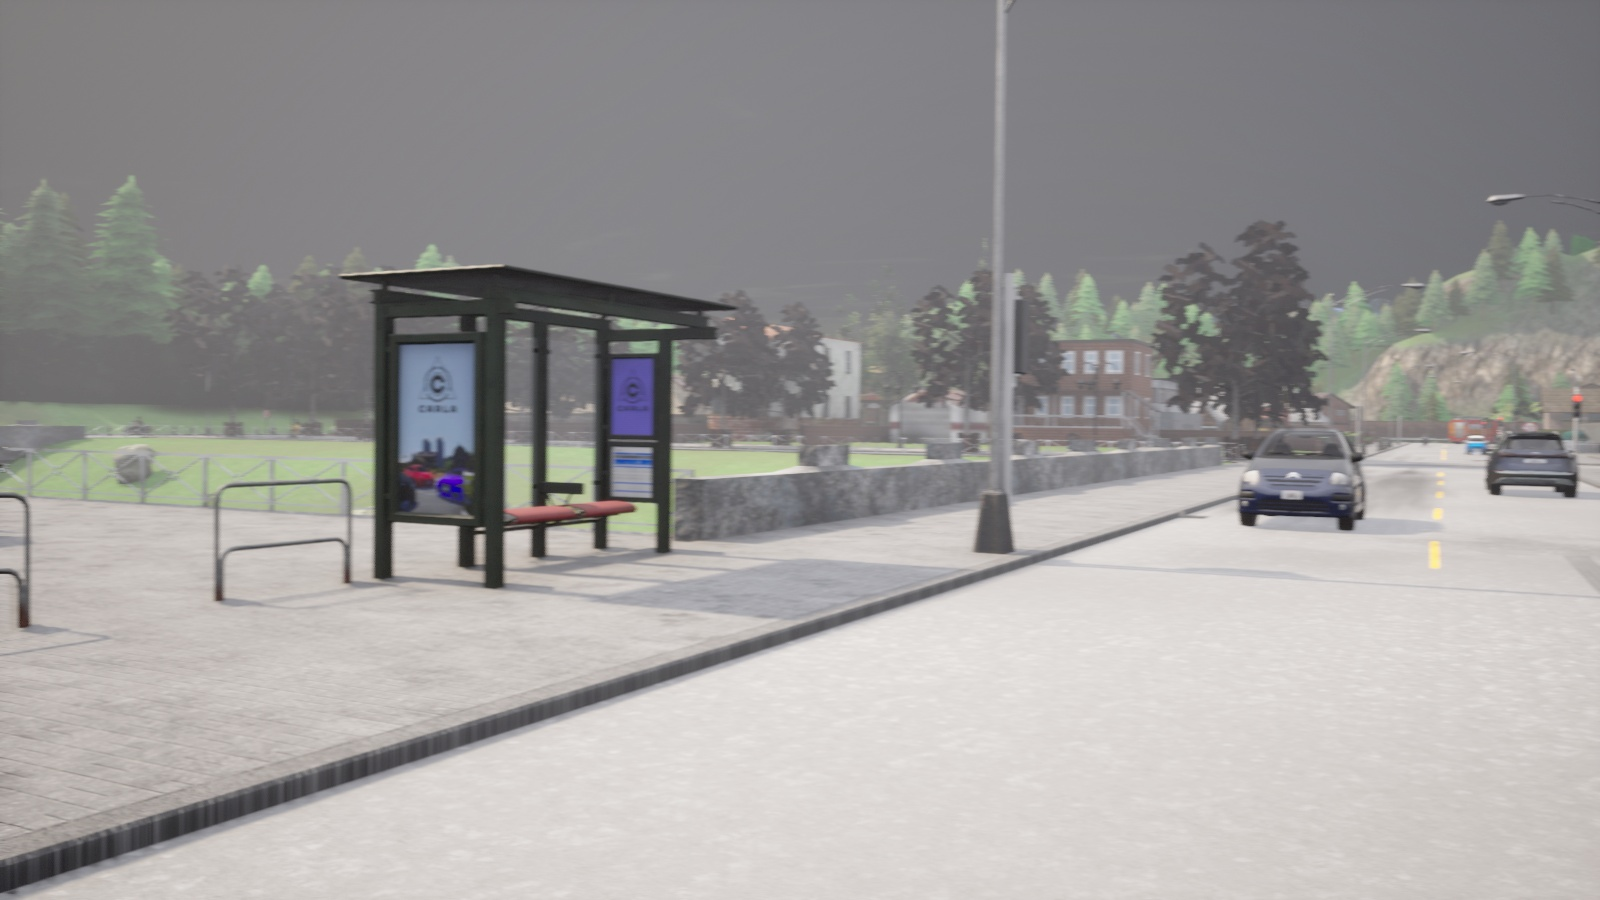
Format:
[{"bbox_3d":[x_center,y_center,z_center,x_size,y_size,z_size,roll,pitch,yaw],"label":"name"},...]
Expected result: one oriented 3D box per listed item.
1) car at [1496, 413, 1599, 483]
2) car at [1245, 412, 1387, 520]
[{"bbox_3d":[19.049,-0.097,32.136,2.033,1.649,4.856,0,1,28],"label":"car"},{"bbox_3d":[8.710,0.191,21.008,1.851,1.617,3.988,0,1,28],"label":"car"}]
